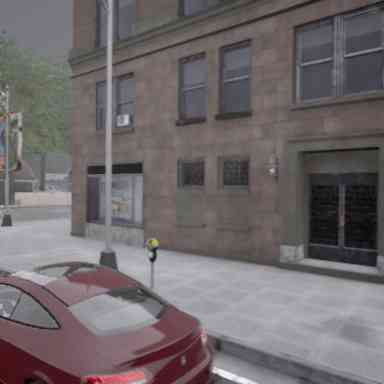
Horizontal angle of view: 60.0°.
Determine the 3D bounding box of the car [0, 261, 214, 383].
[{"bbox_3d":[-1.722,1.536,4.062,4.206,1.307,1.802,1,1,36],"label":"car"}]
